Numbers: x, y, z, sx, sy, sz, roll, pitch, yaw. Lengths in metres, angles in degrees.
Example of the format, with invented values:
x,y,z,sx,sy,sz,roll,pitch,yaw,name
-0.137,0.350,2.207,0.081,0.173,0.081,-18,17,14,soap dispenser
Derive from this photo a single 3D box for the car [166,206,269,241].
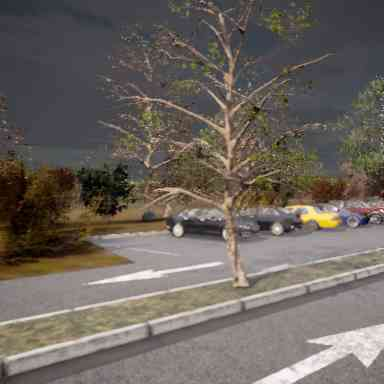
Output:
x,y,z,sx,sy,sz,roll,pitch,yaw,name
0.950,1.521,16.606,4.892,1.521,2.231,-1,-1,35,car

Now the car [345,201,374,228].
x,y,z,sx,sy,sz,roll,pitch,yaw,name
9.295,1.540,22.462,4.792,1.488,2.163,-1,-1,35,car

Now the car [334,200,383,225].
x,y,z,sx,sy,sz,roll,pitch,yaw,name
12.014,1.382,24.453,4.553,1.767,2.185,-1,-1,35,car

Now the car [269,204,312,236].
x,y,z,sx,sy,sz,roll,pitch,yaw,name
3.730,1.519,18.555,4.892,1.521,2.231,-1,0,35,car

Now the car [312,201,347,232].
x,y,z,sx,sy,sz,roll,pitch,yaw,name
6.342,1.514,20.618,5.366,1.575,1.946,-1,0,35,car
